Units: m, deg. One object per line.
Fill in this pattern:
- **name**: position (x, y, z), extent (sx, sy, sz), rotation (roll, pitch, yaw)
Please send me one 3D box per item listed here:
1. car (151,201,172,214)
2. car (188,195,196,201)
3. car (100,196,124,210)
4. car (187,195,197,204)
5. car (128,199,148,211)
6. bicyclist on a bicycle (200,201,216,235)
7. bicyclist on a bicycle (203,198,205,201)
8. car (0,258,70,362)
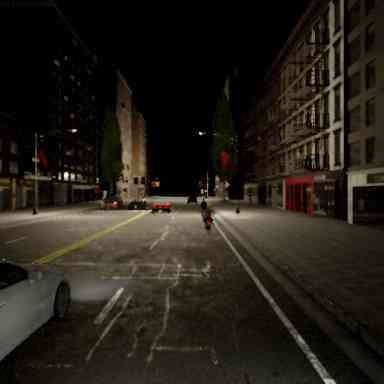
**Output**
- **car**: position (-3.148, 1.561, 35.410), extent (1.895, 1.301, 4.718), rotation (0, 0, 0)
- **car**: position (0.004, 1.418, 79.102), extent (1.812, 1.442, 4.674), rotation (0, 0, 0)
- **car**: position (-9.830, 1.304, 41.242), extent (2.097, 1.767, 4.553), rotation (0, 0, 0)
- **car**: position (0.058, 1.428, 61.127), extent (1.837, 1.490, 4.892), rotation (0, 0, 0)
- **car**: position (-6.580, 1.517, 40.753), extent (1.994, 1.385, 4.181), rotation (0, 0, 0)
- **bicyclist on a bicycle**: position (0.863, 1.419, 17.539), extent (0.866, 1.612, 1.509), rotation (0, 0, 0)
- **bicyclist on a bicycle**: position (0.895, 1.344, 25.415), extent (0.659, 1.776, 1.843), rotation (0, 0, 0)
- **car**: position (-3.148, 1.522, 4.238), extent (1.812, 1.442, 4.674), rotation (0, 0, 0)
